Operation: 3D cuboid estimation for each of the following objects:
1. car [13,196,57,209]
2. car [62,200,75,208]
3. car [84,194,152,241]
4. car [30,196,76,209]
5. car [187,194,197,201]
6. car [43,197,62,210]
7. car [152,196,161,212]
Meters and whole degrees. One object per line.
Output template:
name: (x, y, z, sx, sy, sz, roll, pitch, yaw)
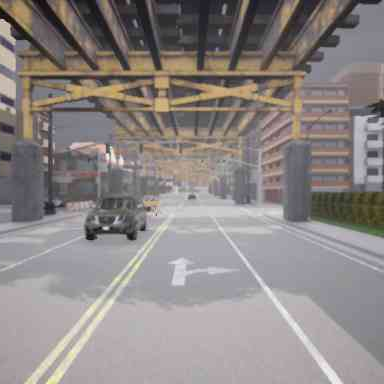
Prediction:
car: (-17.131, 1.104, 36.254, 4.536, 1.218, 1.853, 0, 0, 25)
car: (-16.805, 1.083, 40.373, 4.536, 1.218, 1.853, 0, 0, -20)
car: (-3.580, 1.133, 16.633, 2.150, 2.045, 5.566, 0, 0, 0)
car: (-16.756, 1.241, 40.392, 4.974, 1.542, 2.038, 0, 0, -20)
car: (0.011, 1.121, 71.863, 1.837, 1.490, 4.892, 0, 0, 0)
car: (-17.084, 1.262, 36.233, 4.974, 1.542, 2.038, 0, 0, 25)
car: (-3.497, 0.993, 26.777, 1.882, 1.535, 5.008, 0, 0, 0)
